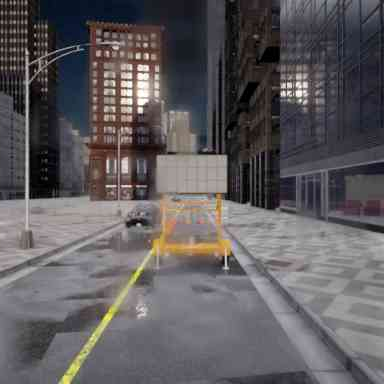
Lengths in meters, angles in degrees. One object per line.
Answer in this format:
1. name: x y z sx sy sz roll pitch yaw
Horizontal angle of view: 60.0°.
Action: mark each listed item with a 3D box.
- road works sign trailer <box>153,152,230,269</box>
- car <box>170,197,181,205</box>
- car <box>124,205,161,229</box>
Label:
1. road works sign trailer: -0.004 0.465 11.091 2.380 3.560 2.880 0 0 0
2. car: -3.068 1.648 63.408 2.033 1.411 5.357 0 0 1
3. car: -3.111 1.554 22.146 2.033 1.411 5.357 0 0 0
